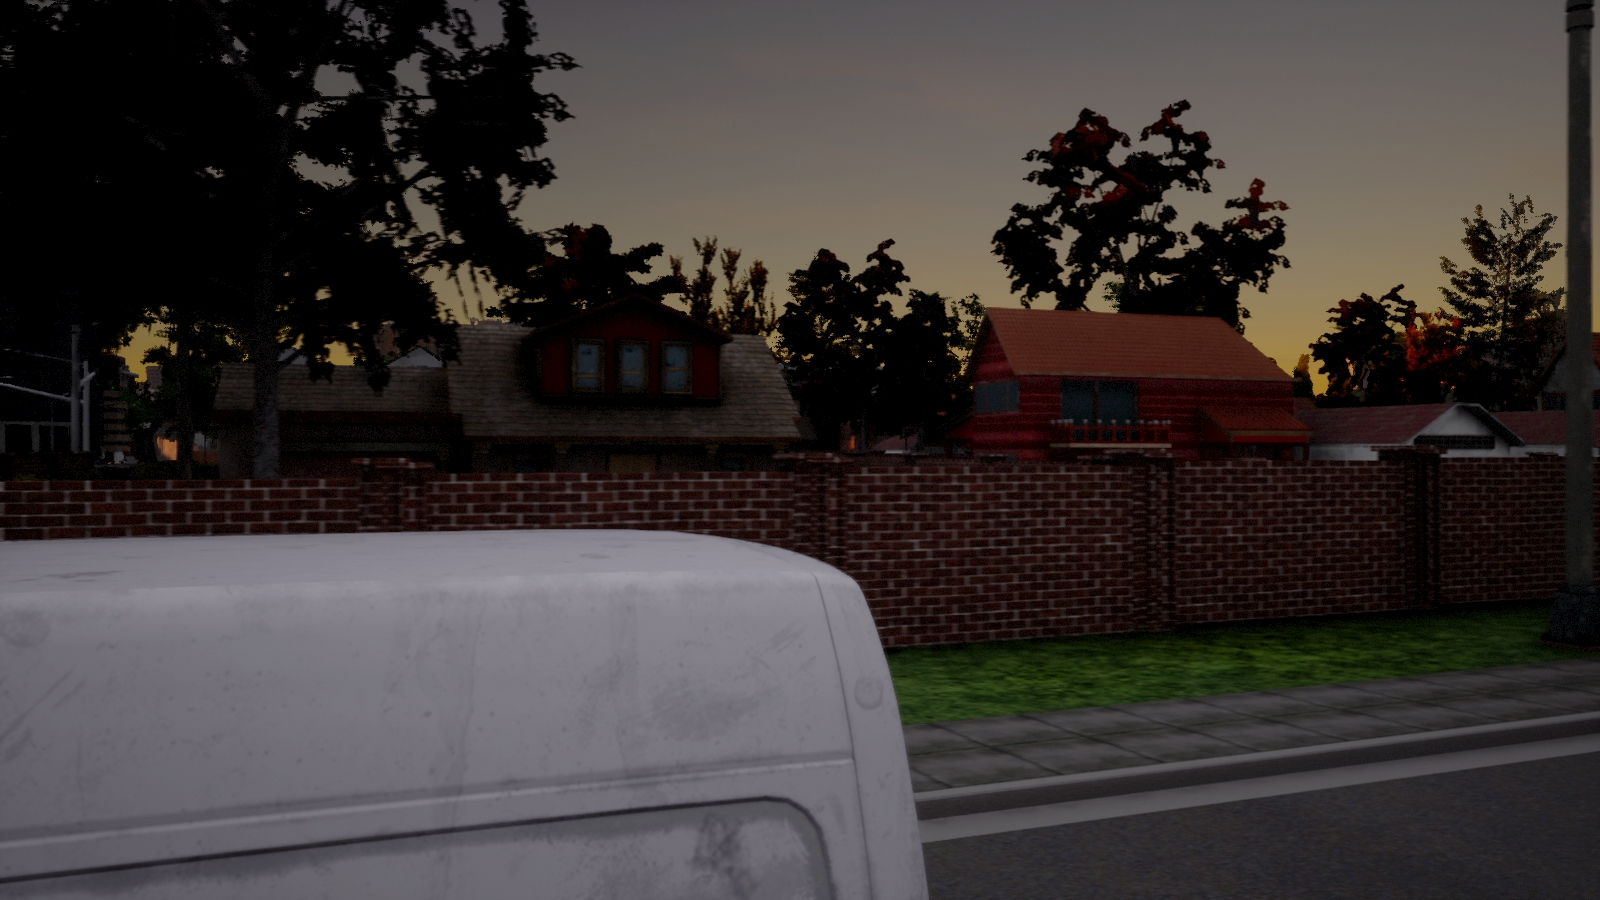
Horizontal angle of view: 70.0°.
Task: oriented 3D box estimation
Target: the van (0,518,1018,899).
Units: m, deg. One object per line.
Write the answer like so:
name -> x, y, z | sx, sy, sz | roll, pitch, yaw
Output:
van -> -2.660, 1.534, 2.326 | 5.915, 2.561, 1.988 | 0, 0, -20
